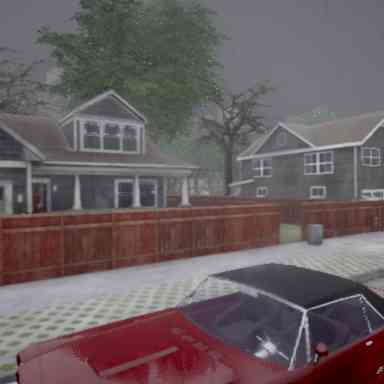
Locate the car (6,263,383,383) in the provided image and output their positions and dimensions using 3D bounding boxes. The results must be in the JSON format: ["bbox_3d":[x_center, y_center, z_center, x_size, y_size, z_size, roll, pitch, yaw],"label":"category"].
[{"bbox_3d":[0.699,1.579,3.510,4.718,1.301,1.895,-1,0,-35],"label":"car"}]
